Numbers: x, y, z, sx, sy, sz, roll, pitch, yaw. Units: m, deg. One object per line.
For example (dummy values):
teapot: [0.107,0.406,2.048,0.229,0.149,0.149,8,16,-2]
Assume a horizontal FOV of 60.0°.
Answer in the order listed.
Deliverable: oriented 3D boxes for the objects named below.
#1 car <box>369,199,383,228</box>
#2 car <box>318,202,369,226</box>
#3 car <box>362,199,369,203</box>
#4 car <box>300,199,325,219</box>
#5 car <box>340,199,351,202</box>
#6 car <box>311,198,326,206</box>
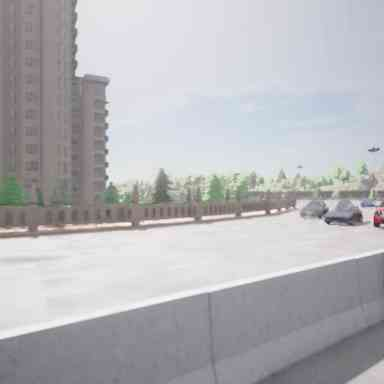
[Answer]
car: [14.110,1.401,22.911,2.150,2.045,5.566,0,0,38]
car: [11.782,1.749,25.548,2.033,1.411,5.357,0,-1,38]
car: [31.946,2.094,59.980,1.882,1.535,5.008,0,0,12]
car: [11.725,1.751,31.493,2.128,1.511,4.902,0,-1,34]
car: [28.863,2.149,62.444,1.837,1.490,4.892,0,-1,12]
car: [26.515,2.137,69.950,1.882,1.535,5.008,0,-1,9]
